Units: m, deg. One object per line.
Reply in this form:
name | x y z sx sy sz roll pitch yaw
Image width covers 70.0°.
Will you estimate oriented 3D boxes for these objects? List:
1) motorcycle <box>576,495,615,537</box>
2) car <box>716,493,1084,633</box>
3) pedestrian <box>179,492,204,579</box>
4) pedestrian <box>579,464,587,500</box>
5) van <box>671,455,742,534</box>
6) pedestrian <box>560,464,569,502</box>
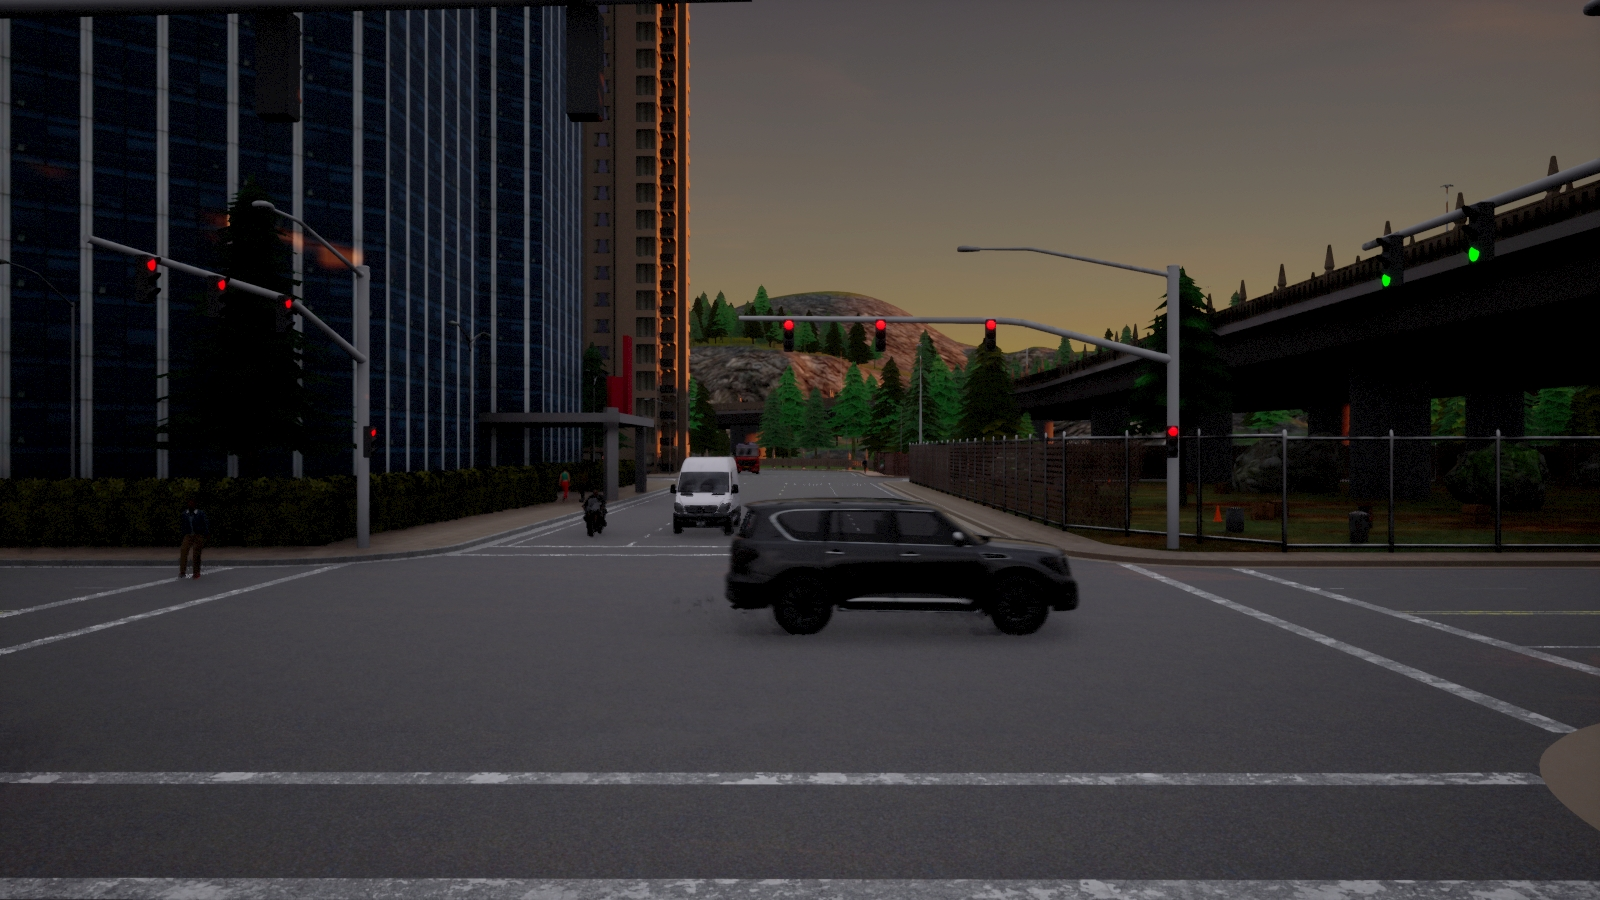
motorcycle | -6.735 2.150 37.693 0.867 1.251 2.209 0 0 0
car | 1.514 1.748 18.363 5.566 2.045 2.150 0 0 0
pedestrian | -13.189 1.848 24.757 0.375 1.860 0.375 0 0 -8
pedestrian | -11.223 1.642 59.016 0.375 1.860 0.375 0 0 -9
van | -3.226 1.479 40.346 1.988 2.561 5.915 0 0 0
pedestrian | -11.716 1.641 56.778 0.375 1.860 0.375 0 0 1
